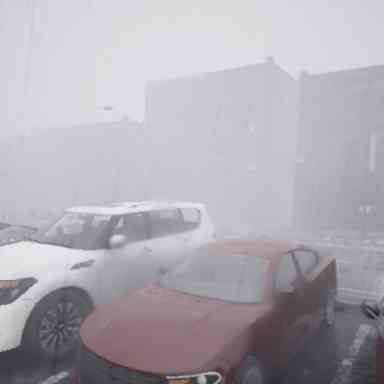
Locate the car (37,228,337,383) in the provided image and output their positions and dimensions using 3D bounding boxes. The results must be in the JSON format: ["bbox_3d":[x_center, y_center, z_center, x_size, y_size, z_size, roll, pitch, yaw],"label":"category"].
[{"bbox_3d":[0.715,1.483,4.894,2.097,1.535,5.008,0,0,36],"label":"car"}]

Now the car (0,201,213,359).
[{"bbox_3d":[-1.587,1.236,6.495,2.435,2.045,5.566,0,0,36],"label":"car"}]

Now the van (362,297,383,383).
[{"bbox_3d":[2.926,1.253,3.167,1.878,1.987,4.442,0,0,36],"label":"van"}]
